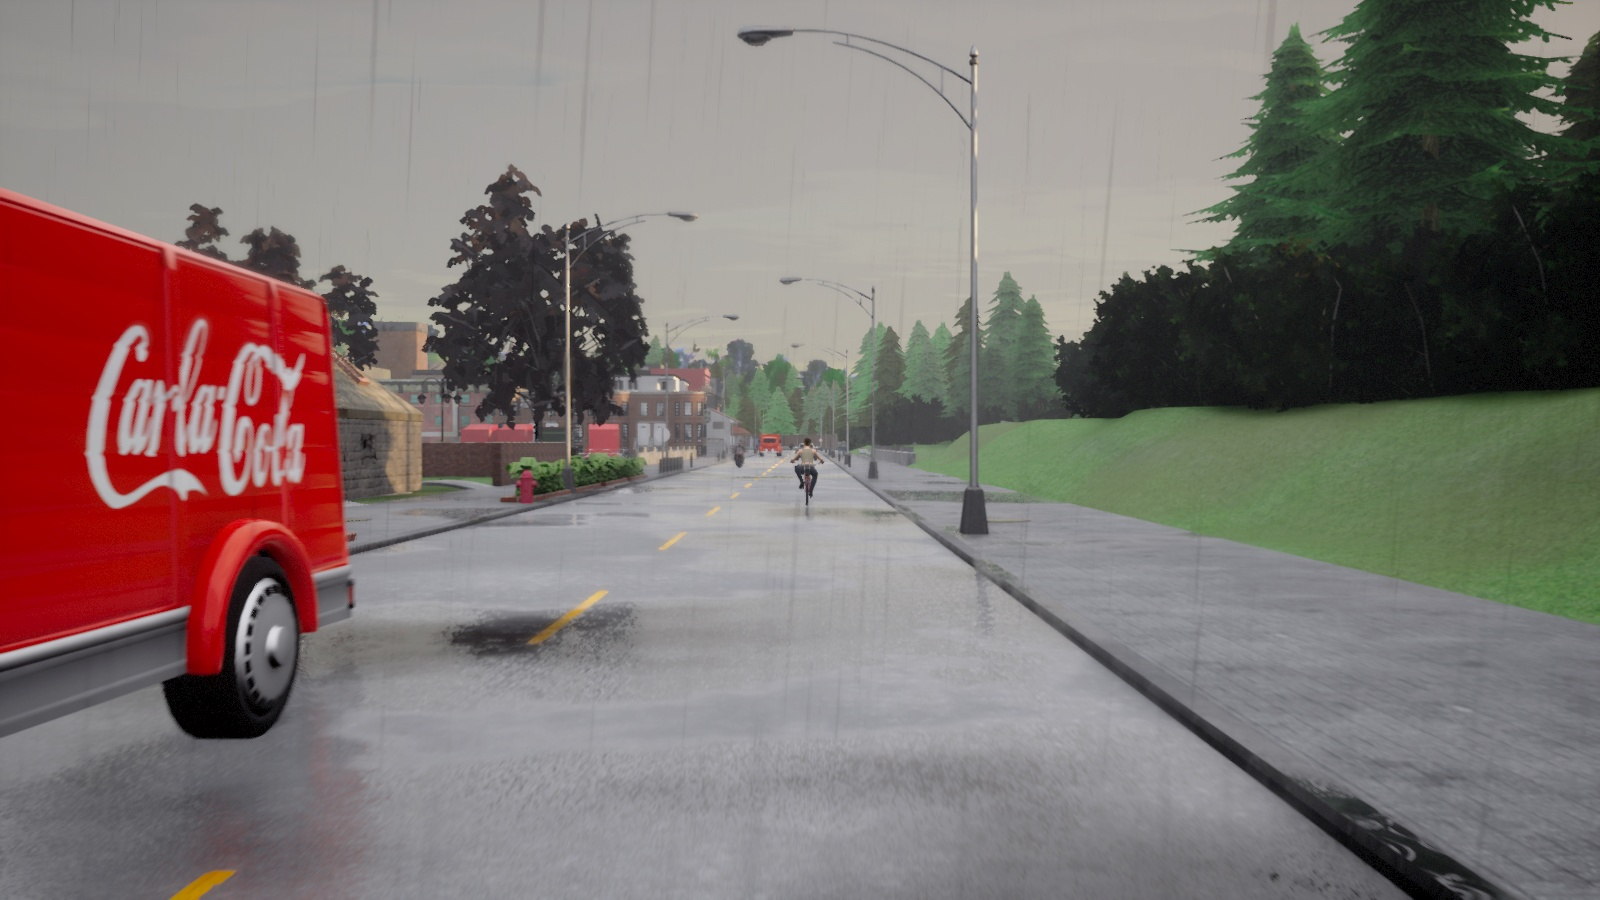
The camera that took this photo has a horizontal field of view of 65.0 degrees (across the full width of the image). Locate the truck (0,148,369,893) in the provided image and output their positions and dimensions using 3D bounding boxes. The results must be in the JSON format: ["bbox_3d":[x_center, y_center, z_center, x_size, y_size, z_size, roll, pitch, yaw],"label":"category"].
[{"bbox_3d":[-3.956,0.228,5.048,2.627,2.467,5.204,0,0,0],"label":"truck"}]

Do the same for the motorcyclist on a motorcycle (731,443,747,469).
[{"bbox_3d":[-3.613,0.357,74.815,0.866,1.530,2.191,0,0,0],"label":"motorcyclist on a motorcycle"}]

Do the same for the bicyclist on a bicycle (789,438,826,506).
[{"bbox_3d":[0.175,0.511,30.541,0.866,1.612,1.509,0,0,0],"label":"bicyclist on a bicycle"}]
